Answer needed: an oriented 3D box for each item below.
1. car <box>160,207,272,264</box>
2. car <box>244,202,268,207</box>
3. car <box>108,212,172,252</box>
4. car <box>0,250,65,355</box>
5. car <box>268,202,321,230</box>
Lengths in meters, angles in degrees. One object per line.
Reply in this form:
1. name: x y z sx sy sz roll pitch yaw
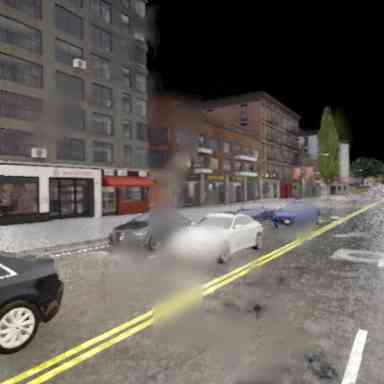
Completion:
1. car: 1.110 1.483 11.986 1.812 1.442 4.674 0 0 33
2. car: 4.605 1.441 23.577 1.812 1.442 4.674 0 0 33
3. car: -1.484 1.531 13.960 1.994 1.385 4.181 0 0 32
4. car: -3.948 1.516 3.958 1.837 1.490 4.892 0 0 33
5. car: 6.707 1.387 20.839 1.882 1.535 5.008 0 0 33
